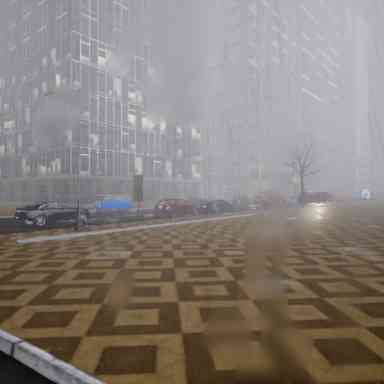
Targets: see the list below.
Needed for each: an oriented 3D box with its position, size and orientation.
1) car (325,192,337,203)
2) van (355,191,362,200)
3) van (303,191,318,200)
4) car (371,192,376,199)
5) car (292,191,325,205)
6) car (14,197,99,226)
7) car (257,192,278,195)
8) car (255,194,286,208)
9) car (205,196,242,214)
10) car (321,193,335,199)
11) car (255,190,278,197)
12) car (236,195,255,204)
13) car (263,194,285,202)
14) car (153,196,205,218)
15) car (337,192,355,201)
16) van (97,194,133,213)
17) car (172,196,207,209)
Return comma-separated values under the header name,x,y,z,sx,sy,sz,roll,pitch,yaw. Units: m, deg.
name,x,y,z,sx,sy,sz,roll,pitch,yaw
car,20.852,0.840,53.167,2.192,1.841,5.009,1,1,40
van,35.600,0.683,70.497,1.690,1.788,3.998,1,1,40
van,25.543,0.695,71.611,1.690,1.788,3.998,1,1,40
car,39.285,0.848,74.833,2.008,1.369,4.403,1,1,40
car,17.166,0.885,48.835,2.192,1.841,5.009,1,1,40
car,-9.097,1.352,22.138,2.128,1.511,4.902,0,1,40
car,11.329,1.099,46.052,2.128,1.511,4.902,0,1,41
car,9.791,1.244,40.174,1.802,1.307,4.206,1,1,40
car,2.468,1.320,31.467,1.947,1.339,4.313,1,1,40
car,32.916,0.829,80.280,1.947,1.339,4.313,1,1,40
car,11.412,0.786,50.866,2.150,2.045,5.566,0,1,40
car,7.107,1.148,49.952,1.947,1.339,4.313,1,1,40
car,14.482,1.056,58.617,1.947,1.339,4.313,1,1,40
car,-1.175,1.240,27.097,1.967,1.590,4.097,1,1,40
car,28.335,0.957,61.964,1.752,1.417,4.829,1,1,40
van,-7.729,1.106,32.699,1.690,1.788,3.998,1,1,40
car,-0.272,1.218,41.294,1.887,1.381,4.507,1,1,40
